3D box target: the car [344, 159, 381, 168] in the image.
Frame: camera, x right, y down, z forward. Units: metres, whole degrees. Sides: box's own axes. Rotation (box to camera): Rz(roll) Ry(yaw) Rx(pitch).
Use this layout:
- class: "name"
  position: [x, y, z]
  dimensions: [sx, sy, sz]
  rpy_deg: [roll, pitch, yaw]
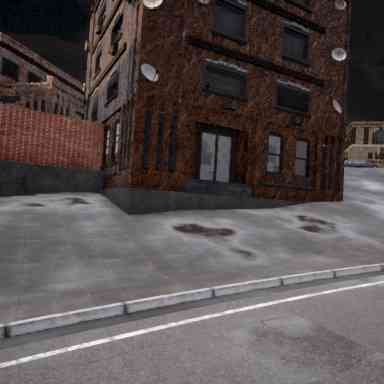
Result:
- class: "car"
  position: [21.205, -3.297, 41.902]
  dimensions: [4.553, 1.767, 2.185]
  rpy_deg: [2, -3, 15]
